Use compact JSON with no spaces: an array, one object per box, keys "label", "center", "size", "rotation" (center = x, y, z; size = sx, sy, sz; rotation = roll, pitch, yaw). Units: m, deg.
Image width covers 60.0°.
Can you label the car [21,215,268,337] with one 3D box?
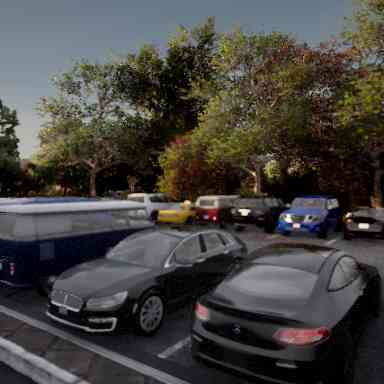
[{"label":"car","center":[-0.508,1.496,6.935],"size":[2.231,1.521,4.892],"rotation":[0,0,35]}]

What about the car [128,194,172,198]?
[{"label":"car","center":[-2.500,1.159,24.402],"size":[2.435,2.045,5.566],"rotation":[1,0,35]}]

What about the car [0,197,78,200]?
[{"label":"car","center":[-5.103,1.208,10.148],"size":[2.435,2.045,5.566],"rotation":[1,0,35]}]

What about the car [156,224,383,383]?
[{"label":"car","center":[1.774,1.549,5.308],"size":[2.002,1.452,4.674],"rotation":[0,0,35]}]

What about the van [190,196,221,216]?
[{"label":"van","center":[2.080,1.226,21.266],"size":[1.878,1.987,4.442],"rotation":[1,0,35]}]

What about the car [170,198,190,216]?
[{"label":"car","center":[-0.145,1.428,22.927],"size":[1.946,1.575,5.366],"rotation":[1,0,35]}]

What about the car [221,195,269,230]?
[{"label":"car","center":[4.295,1.222,19.589],"size":[2.435,2.045,5.566],"rotation":[1,0,35]}]

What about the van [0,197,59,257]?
[{"label":"van","center":[-7.308,1.212,11.887],"size":[1.878,1.987,4.442],"rotation":[1,0,35]}]

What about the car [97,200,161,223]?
[{"label":"car","center":[-4.800,1.419,25.961],"size":[2.163,1.488,4.792],"rotation":[1,0,35]}]

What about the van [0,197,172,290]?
[{"label":"van","center":[-2.734,1.254,8.647],"size":[1.878,1.987,4.442],"rotation":[0,0,35]}]

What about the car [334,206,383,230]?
[{"label":"car","center":[8.824,1.532,16.381],"size":[2.163,1.488,4.792],"rotation":[0,0,35]}]

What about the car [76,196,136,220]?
[{"label":"car","center":[-7.030,1.243,27.614],"size":[2.185,1.767,4.553],"rotation":[1,0,35]}]

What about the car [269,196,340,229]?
[{"label":"car","center":[6.527,1.238,17.938],"size":[2.435,2.045,5.566],"rotation":[0,0,35]}]
